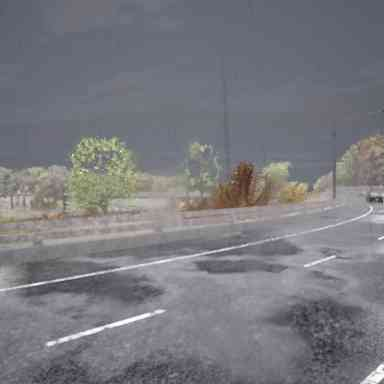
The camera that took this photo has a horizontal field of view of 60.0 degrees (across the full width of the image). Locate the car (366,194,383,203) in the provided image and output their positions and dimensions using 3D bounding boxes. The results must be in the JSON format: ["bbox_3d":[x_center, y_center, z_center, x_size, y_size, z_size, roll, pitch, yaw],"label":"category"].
[{"bbox_3d":[29.343,1.022,53.629,1.882,1.535,5.008,0,0,20],"label":"car"}]
